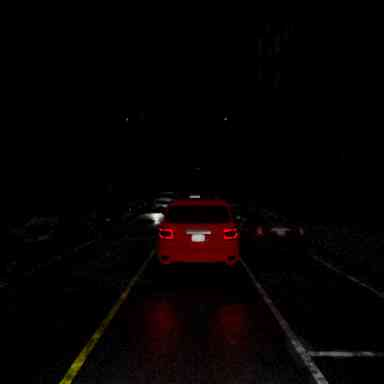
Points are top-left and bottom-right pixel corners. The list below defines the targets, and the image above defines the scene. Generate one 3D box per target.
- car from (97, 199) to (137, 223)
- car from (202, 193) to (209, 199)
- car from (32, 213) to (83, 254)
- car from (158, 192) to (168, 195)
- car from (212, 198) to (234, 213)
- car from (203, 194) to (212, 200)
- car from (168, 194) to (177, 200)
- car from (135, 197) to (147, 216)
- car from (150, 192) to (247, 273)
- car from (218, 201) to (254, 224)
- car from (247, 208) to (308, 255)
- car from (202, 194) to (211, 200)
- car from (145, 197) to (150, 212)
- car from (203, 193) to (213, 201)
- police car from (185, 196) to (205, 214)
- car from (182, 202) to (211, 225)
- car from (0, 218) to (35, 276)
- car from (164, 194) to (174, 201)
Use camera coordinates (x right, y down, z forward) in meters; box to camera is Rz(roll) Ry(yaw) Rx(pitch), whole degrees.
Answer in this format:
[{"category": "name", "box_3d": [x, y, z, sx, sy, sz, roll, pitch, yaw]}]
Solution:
[{"category": "car", "box_3d": [-5.474, 1.426, 23.976, 1.947, 1.339, 4.313, 0, 0, 0]}, {"category": "car", "box_3d": [3.722, 0.987, 93.627, 1.967, 1.590, 4.097, 0, 0, 1]}, {"category": "car", "box_3d": [-5.569, 1.505, 12.974, 1.802, 1.307, 4.206, 0, 0, 0]}, {"category": "car", "box_3d": [-2.708, 1.005, 35.467, 2.150, 2.045, 5.566, 0, 0, 1]}, {"category": "car", "box_3d": [3.145, 1.364, 34.905, 1.947, 1.339, 4.313, 0, 0, 0]}, {"category": "car", "box_3d": [3.556, 1.125, 77.572, 1.752, 1.417, 4.829, 0, 0, 1]}, {"category": "car", "box_3d": [-4.913, 1.131, 82.895, 2.008, 1.369, 4.403, 0, 0, 1]}, {"category": "car", "box_3d": [-5.427, 1.411, 29.477, 1.802, 1.307, 4.206, 0, 0, 0]}, {"category": "car", "box_3d": [0.180, 1.160, 10.604, 2.150, 2.045, 5.566, 0, 1, 1]}, {"category": "car", "box_3d": [3.050, 1.411, 23.903, 2.008, 1.369, 4.403, 0, 0, 0]}, {"category": "car", "box_3d": [2.956, 1.363, 12.900, 1.967, 1.590, 4.097, 0, 0, 0]}, {"category": "car", "box_3d": [3.611, 1.131, 82.810, 2.008, 1.369, 4.403, 0, 0, 1]}, {"category": "car", "box_3d": [-5.380, 1.238, 34.978, 1.967, 1.590, 4.097, 0, 0, 0]}, {"category": "car", "box_3d": [3.498, 1.062, 71.992, 1.967, 1.590, 4.097, 0, 0, 1]}, {"category": "police car", "box_3d": [0.283, 1.228, 34.040, 1.930, 1.638, 5.238, 0, 0, 0]}, {"category": "car", "box_3d": [0.294, 1.462, 23.777, 1.895, 1.301, 4.718, 0, 0, 0]}, {"category": "car", "box_3d": [-5.617, 1.521, 7.473, 1.947, 1.339, 4.313, 0, 0, 0]}, {"category": "car", "box_3d": [-5.026, 1.204, 72.079, 1.802, 1.307, 4.206, 0, 0, 1]}]
